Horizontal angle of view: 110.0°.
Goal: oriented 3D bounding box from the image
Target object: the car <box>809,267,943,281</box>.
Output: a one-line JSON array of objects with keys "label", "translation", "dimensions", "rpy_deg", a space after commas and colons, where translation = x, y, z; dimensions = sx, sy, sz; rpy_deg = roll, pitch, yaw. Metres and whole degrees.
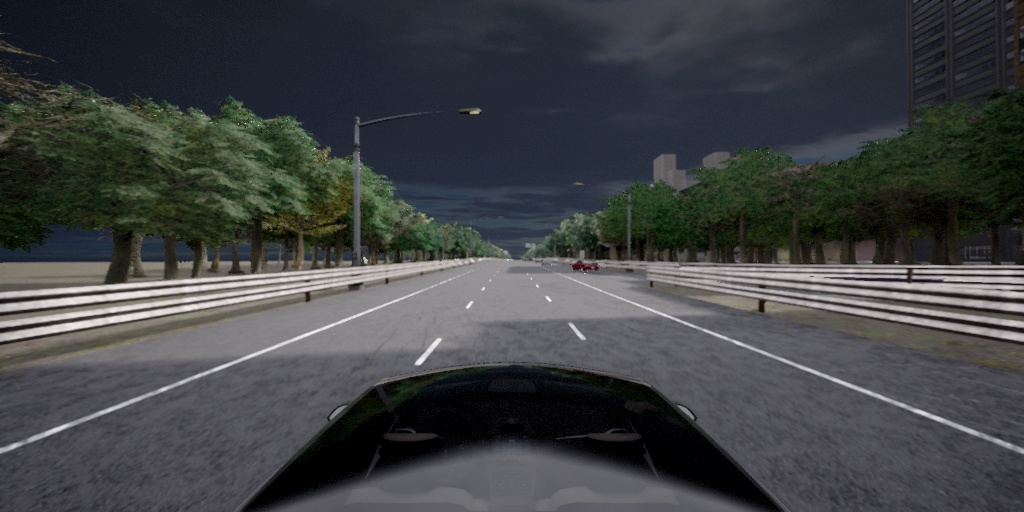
[{"label": "car", "translation": [18.169, 1.217, 18.307], "dimensions": [1.895, 1.301, 4.718], "rpy_deg": [0, -1, -29]}]

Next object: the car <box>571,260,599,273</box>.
[{"label": "car", "translation": [8.977, 1.191, 44.493], "dimensions": [1.882, 1.535, 5.008], "rpy_deg": [0, 0, -13]}]
